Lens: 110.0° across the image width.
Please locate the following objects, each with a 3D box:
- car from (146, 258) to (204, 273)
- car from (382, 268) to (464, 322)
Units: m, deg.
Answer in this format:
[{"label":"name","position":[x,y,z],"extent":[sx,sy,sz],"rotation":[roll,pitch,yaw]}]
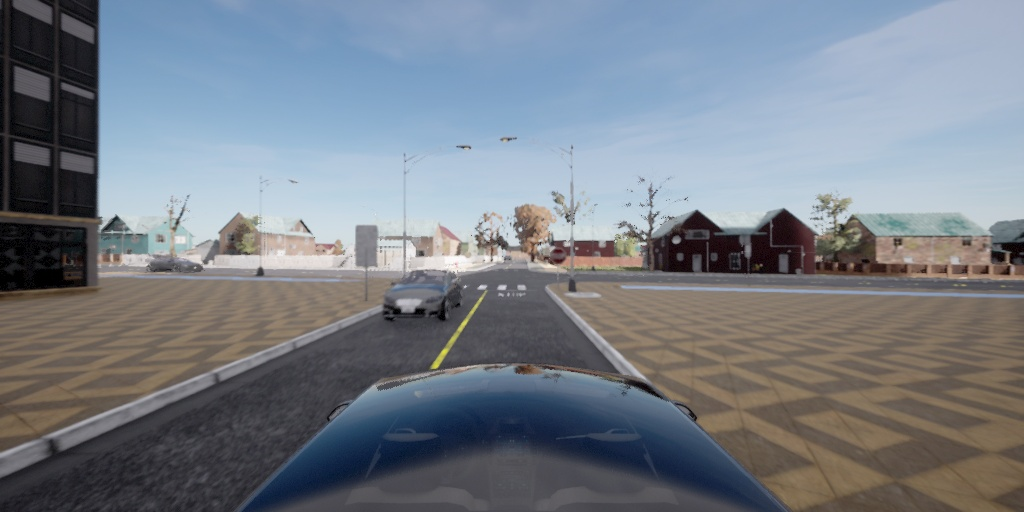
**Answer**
[{"label":"car","position":[-30.053,0.838,32.064],"extent":[4.181,1.385,1.994],"rotation":[1,0,8]},{"label":"car","position":[-2.813,1.188,12.208],"extent":[2.128,1.511,4.902],"rotation":[0,0,0]}]
